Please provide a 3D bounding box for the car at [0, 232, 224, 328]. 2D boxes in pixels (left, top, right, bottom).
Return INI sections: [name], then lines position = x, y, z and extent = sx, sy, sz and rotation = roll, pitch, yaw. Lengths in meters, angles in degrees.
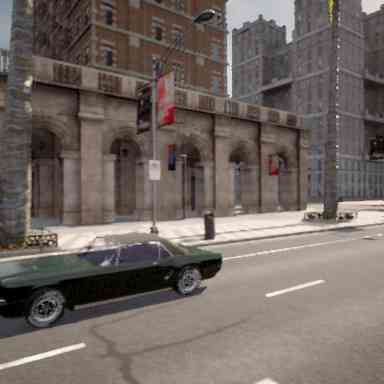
[car]
position = -1.677, 1.598, 7.105
extent = 4.718, 1.301, 1.895
rotation = 0, 0, -36
